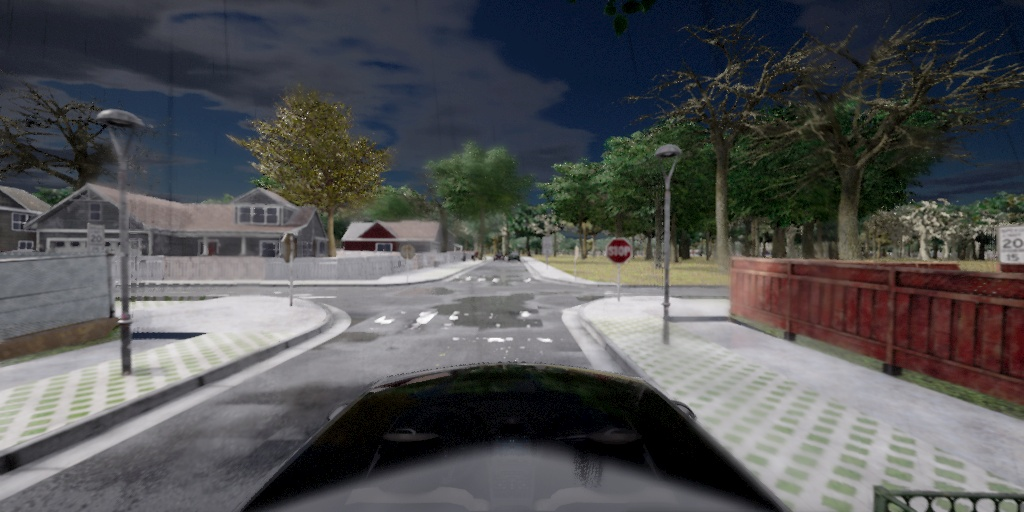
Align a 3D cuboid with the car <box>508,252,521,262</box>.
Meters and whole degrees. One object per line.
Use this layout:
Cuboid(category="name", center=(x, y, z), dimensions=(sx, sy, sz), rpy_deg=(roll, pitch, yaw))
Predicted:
Cuboid(category="car", center=(0.361, 0.058, 61.186), dimensions=(2.097, 1.767, 4.553), rpy_deg=(0, 1, 0))
